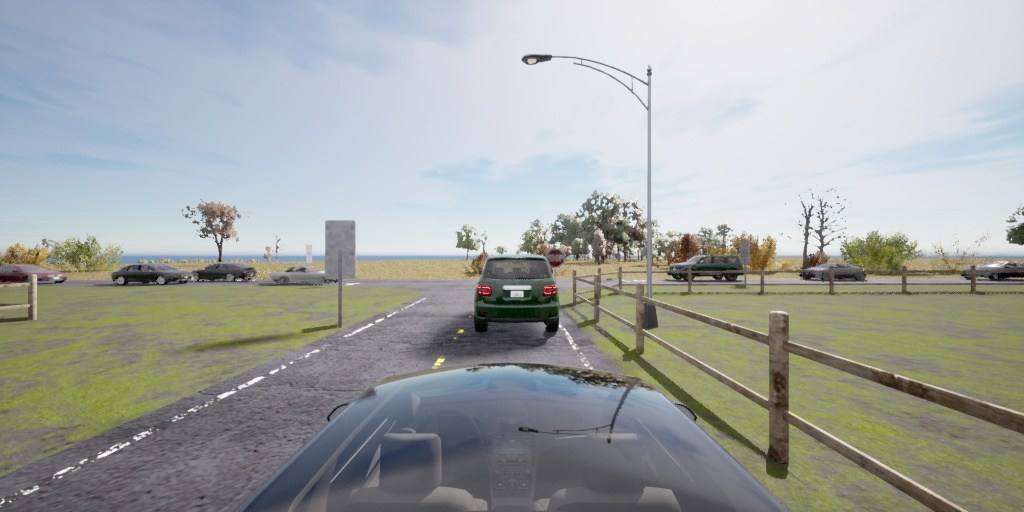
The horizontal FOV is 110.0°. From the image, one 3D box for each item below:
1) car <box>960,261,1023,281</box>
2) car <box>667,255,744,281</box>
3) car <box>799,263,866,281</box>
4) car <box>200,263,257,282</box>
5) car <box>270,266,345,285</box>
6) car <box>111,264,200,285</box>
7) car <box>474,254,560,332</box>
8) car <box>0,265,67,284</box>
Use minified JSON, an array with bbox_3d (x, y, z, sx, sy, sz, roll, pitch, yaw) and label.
[{"bbox_3d":[38.719,1.163,28.420,4.902,1.511,2.128,0,0,1],"label":"car"},{"bbox_3d":[15.438,0.928,28.682,5.566,2.045,2.150,0,0,0],"label":"car"},{"bbox_3d":[25.479,1.250,28.577,4.181,1.385,1.994,0,0,0],"label":"car"},{"bbox_3d":[-23.506,1.314,29.082,4.892,1.490,1.837,0,0,1],"label":"car"},{"bbox_3d":[-14.624,1.387,26.039,4.718,1.301,1.895,0,0,1],"label":"car"},{"bbox_3d":[-26.175,1.324,26.160,4.892,1.490,1.837,0,0,1],"label":"car"},{"bbox_3d":[0.123,0.971,10.942,2.150,2.045,5.566,0,0,0],"label":"car"},{"bbox_3d":[-35.681,1.373,26.268,4.674,1.442,1.812,0,0,1],"label":"car"}]
